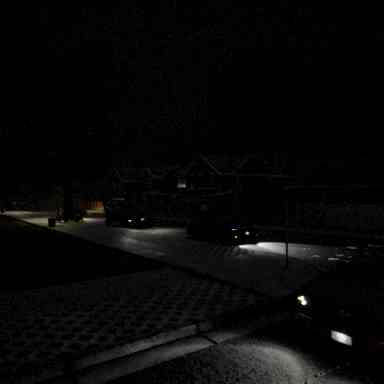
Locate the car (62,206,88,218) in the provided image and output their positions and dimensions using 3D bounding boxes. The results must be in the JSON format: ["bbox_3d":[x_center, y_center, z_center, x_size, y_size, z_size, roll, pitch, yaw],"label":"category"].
[{"bbox_3d":[-13.705,2.348,38.908,1.994,1.385,4.181,0,-1,-35],"label":"car"}]

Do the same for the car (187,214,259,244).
[{"bbox_3d":[1.512,1.842,17.600,1.994,1.385,4.181,0,-1,-35],"label":"car"}]

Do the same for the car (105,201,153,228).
[{"bbox_3d":[-5.289,1.734,27.102,2.150,2.045,5.566,0,-1,-35],"label":"car"}]

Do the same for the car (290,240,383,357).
[{"bbox_3d":[4.125,1.551,5.931,5.357,1.411,2.033,1,0,-36],"label":"car"}]
